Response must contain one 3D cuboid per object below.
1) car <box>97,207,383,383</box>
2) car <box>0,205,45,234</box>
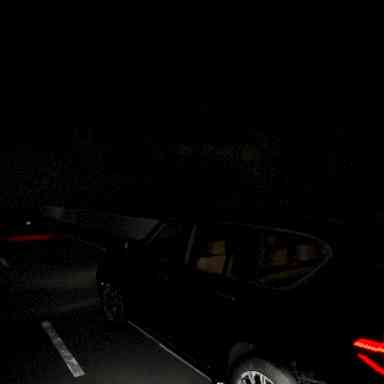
[{"bbox_3d":[0.549,1.218,4.551,2.150,2.045,5.566,0,0,-35],"label":"car"},{"bbox_3d":[-10.196,1.533,19.853,1.882,1.535,5.008,0,0,-35],"label":"car"}]
